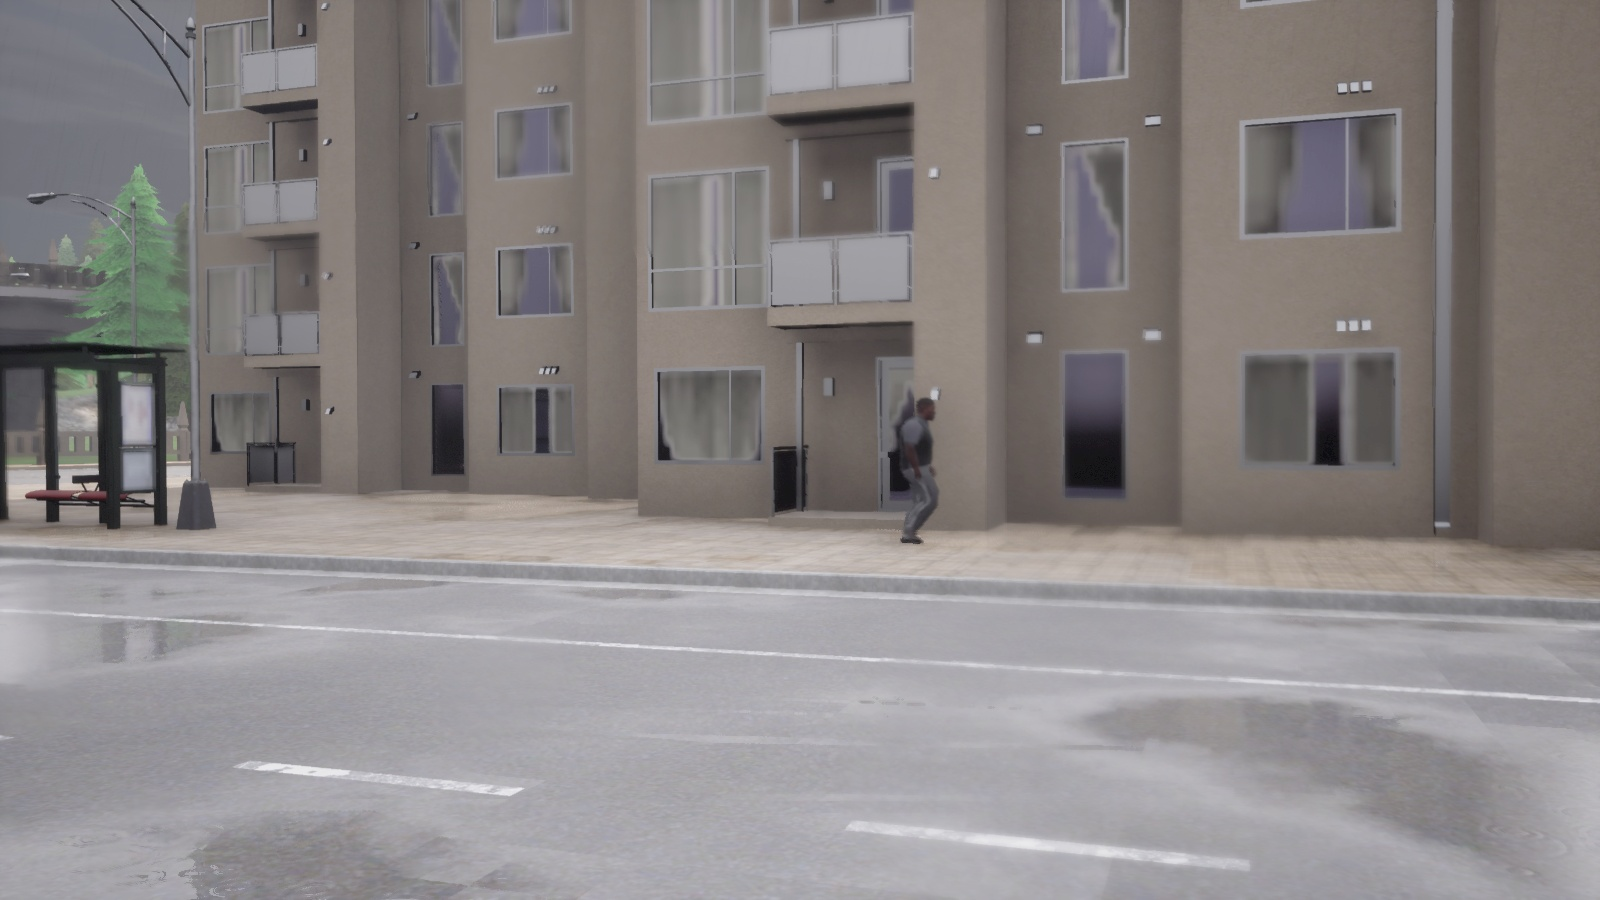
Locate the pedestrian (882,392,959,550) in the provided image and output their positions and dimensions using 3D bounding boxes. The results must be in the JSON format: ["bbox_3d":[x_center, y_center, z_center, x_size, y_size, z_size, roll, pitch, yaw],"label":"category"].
[{"bbox_3d":[1.484,0.245,15.368,0.849,1.883,0.563,0,1,15],"label":"pedestrian"}]
